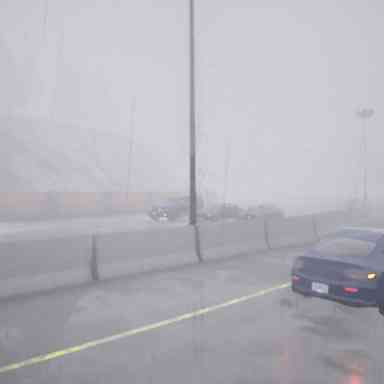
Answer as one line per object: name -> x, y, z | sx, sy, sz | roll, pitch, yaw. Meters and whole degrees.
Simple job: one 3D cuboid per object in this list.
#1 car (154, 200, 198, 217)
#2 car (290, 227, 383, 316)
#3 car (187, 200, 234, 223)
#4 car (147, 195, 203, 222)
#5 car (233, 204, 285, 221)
car -> -1.471, 1.569, 32.612 | 1.812, 1.442, 4.674 | 0, 0, 35
car -> 3.977, 1.507, 7.377 | 4.674, 1.442, 1.812 | 0, 0, -41
car -> 2.271, 1.558, 25.940 | 2.033, 1.411, 5.357 | 0, 0, 39
car -> -1.125, 1.257, 27.318 | 2.150, 2.045, 5.566 | 0, 0, 39
car -> 5.123, 1.553, 24.071 | 1.994, 1.385, 4.181 | 0, 0, 38
